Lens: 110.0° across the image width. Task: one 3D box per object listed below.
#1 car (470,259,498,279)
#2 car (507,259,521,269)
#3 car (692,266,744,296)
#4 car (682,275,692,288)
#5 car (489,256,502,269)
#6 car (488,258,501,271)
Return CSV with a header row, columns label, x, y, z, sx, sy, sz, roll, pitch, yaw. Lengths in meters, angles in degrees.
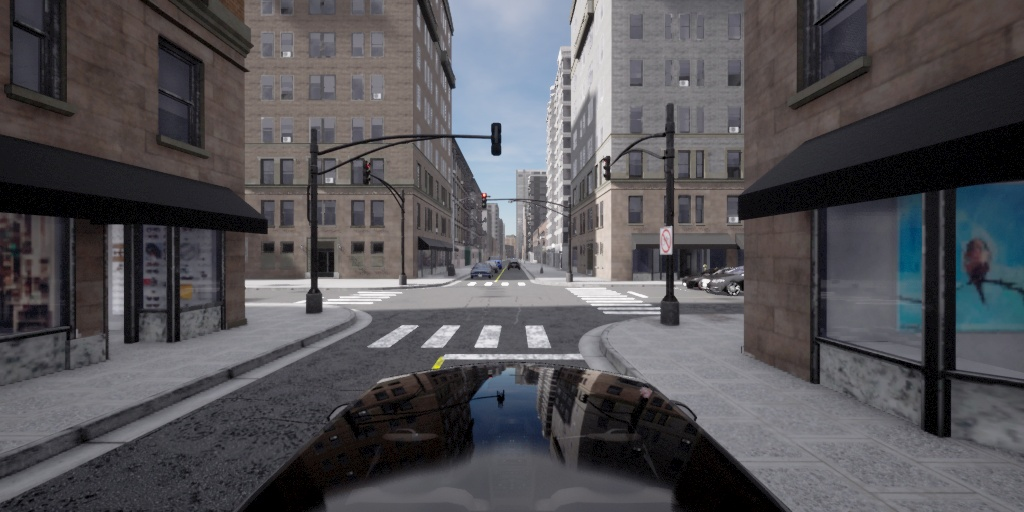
label,x,y,z,sx,sy,sz,roll,pitch,yaw
car,-2.727,1.305,33.461,2.033,1.411,5.357,0,0,0
car,0.312,1.289,55.667,1.837,1.490,4.892,0,0,0
car,12.541,1.247,18.769,4.902,1.511,2.128,0,0,0
car,12.443,1.313,21.308,4.313,1.339,1.948,0,0,0
car,-2.635,1.003,54.082,2.150,2.045,5.566,0,0,0
car,-2.684,1.293,43.749,1.812,1.442,4.674,0,0,0
